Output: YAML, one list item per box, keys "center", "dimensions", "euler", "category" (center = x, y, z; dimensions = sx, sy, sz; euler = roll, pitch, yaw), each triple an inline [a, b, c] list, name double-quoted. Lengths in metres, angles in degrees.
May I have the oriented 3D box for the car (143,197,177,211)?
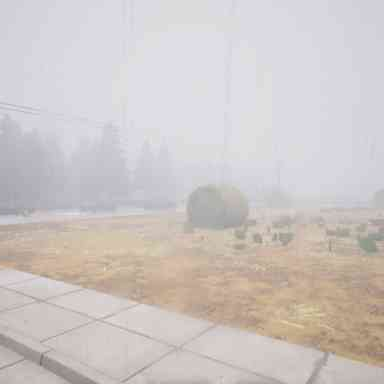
- center: [-3.877, 1.518, 40.705]
  dimensions: [2.128, 1.511, 4.902]
  euler: [0, 0, 37]
  category: "car"

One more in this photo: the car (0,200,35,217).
- center: [-16.622, 1.518, 29.726]
  dimensions: [2.128, 1.511, 4.902]
  euler: [0, 0, 37]
  category: "car"

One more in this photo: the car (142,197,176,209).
- center: [-4.516, 1.531, 46.030]
  dimensions: [1.837, 1.490, 4.892]
  euler: [0, 0, 36]
  category: "car"

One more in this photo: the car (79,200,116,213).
- center: [-10.674, 1.591, 37.750]
  dimensions: [1.994, 1.385, 4.181]
  euler: [0, 0, 36]
  category: "car"
